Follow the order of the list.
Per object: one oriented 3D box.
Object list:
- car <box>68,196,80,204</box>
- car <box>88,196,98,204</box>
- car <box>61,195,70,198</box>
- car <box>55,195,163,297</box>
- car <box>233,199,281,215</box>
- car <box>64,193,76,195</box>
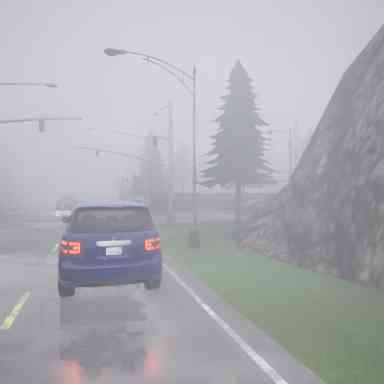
[{"bbox_3d":[-23.180,1.563,65.510,1.994,1.385,4.181,0,0,-17],"label":"car"},{"bbox_3d":[-19.240,1.525,64.582,1.812,1.442,4.674,0,0,-17],"label":"car"},{"bbox_3d":[-16.394,1.491,42.874,2.128,1.511,4.902,0,0,-17],"label":"car"},{"bbox_3d":[-2.248,1.221,8.924,2.150,2.045,5.566,0,0,-16],"label":"car"},{"bbox_3d":[6.511,1.505,33.284,4.892,1.490,1.837,0,0,-18],"label":"car"},{"bbox_3d":[-19.364,1.220,52.656,2.150,2.045,5.566,0,0,-17],"label":"car"}]
